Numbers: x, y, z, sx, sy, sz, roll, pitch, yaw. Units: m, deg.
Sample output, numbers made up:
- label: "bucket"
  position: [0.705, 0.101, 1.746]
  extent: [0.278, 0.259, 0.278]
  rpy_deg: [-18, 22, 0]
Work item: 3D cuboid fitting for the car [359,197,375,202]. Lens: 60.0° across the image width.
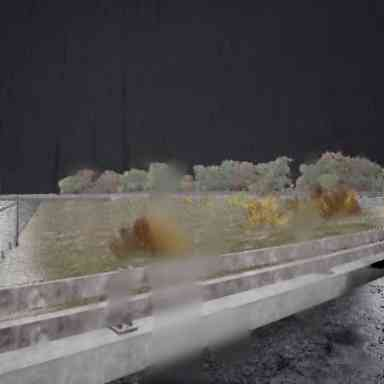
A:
- label: "car"
  position: [43.720, 1.920, 85.011]
  extent: [2.033, 1.411, 5.357]
  rpy_deg: [0, 0, 0]
